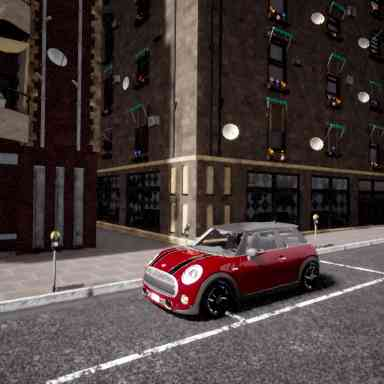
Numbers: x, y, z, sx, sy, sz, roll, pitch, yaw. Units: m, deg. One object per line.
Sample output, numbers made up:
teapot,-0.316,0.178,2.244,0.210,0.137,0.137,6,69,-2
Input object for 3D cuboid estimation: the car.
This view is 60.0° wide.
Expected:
car,0.944,1.442,7.358,4.097,1.590,1.967,0,1,-35
